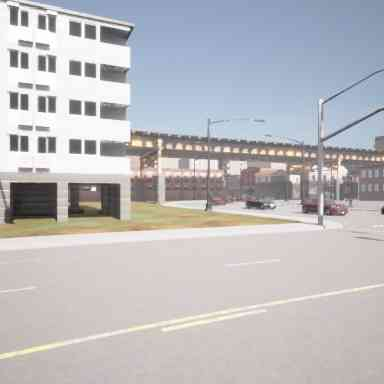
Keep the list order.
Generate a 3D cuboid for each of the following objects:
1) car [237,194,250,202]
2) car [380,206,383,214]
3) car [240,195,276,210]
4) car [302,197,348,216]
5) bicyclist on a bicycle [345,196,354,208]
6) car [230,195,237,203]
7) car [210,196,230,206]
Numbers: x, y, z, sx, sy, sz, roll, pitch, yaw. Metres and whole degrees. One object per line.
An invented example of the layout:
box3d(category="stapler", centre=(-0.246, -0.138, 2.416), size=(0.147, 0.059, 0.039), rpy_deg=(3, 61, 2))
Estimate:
box3d(category="car", centre=(11.948, 1.354, 75.699), size=(2.097, 1.767, 4.553), rpy_deg=(0, 0, 41))
box3d(category="car", centre=(19.034, 1.491, 28.960), size=(2.128, 1.511, 4.902), rpy_deg=(0, 0, -28))
box3d(category="car", centre=(8.738, 1.491, 42.555), size=(2.128, 1.511, 4.902), rpy_deg=(0, 0, -25))
box3d(category="car", centre=(13.153, 1.352, 33.082), size=(2.097, 1.767, 4.553), rpy_deg=(0, 0, -25))
box3d(category="bicyclist on a bicycle", centre=(20.487, 1.303, 43.306), size=(1.656, 1.620, 0.582), rpy_deg=(0, 0, -25))
box3d(category="car", centre=(7.284, 1.491, 66.460), size=(2.128, 1.511, 4.902), rpy_deg=(0, 0, 12))
box3d(category="car", centre=(3.966, 1.477, 53.849), size=(1.882, 1.535, 5.008), rpy_deg=(0, 0, -15))
